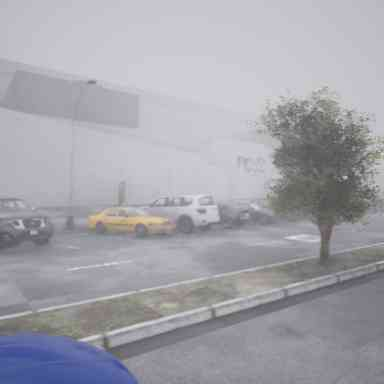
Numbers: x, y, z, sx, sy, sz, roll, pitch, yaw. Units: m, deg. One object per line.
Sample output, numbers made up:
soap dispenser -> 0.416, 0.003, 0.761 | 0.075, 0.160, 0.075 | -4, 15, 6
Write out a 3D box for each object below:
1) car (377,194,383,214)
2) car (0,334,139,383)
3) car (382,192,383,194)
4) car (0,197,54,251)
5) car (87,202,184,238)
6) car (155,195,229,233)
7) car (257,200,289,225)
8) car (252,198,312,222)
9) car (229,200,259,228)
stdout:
car -> 16.140, 1.251, 31.711 | 4.792, 1.488, 2.163 | -1, 0, 35
car -> -2.549, 1.477, 1.314 | 5.008, 1.535, 1.882 | 0, 0, -36
car -> 18.580, 0.932, 33.456 | 5.566, 2.045, 2.435 | -1, -1, 35
car -> -8.313, 1.241, 14.293 | 5.566, 2.045, 2.435 | -1, -1, 35
car -> -3.295, 1.466, 17.685 | 5.366, 1.575, 1.946 | -1, -1, 34
car -> -1.029, 1.204, 19.546 | 5.566, 2.045, 2.435 | -1, 0, 35
car -> 3.894, 1.450, 23.021 | 4.674, 1.452, 2.002 | -1, -1, 35
car -> 6.310, 1.250, 24.779 | 4.553, 1.767, 2.185 | -1, -1, 35
car -> 1.417, 1.463, 21.285 | 4.792, 1.488, 2.163 | -1, 0, 35
